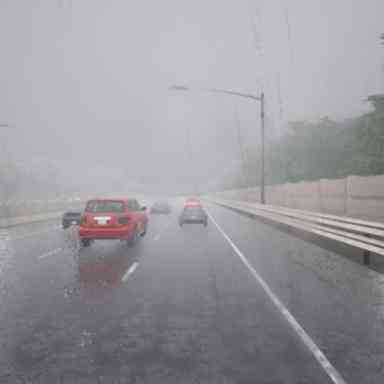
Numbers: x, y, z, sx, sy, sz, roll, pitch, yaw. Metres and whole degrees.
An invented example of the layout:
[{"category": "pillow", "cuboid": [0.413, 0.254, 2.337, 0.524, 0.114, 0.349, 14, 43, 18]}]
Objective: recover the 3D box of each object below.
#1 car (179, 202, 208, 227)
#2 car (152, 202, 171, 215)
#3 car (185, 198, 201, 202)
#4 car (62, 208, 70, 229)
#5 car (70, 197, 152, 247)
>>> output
[{"category": "car", "cuboid": [0.097, 1.640, 23.732, 1.994, 1.385, 4.181, 0, 0, 0]}, {"category": "car", "cuboid": [-3.406, 1.748, 36.743, 1.994, 1.385, 4.181, 0, -1, 0]}, {"category": "car", "cuboid": [0.095, 1.581, 41.878, 2.097, 1.767, 4.553, 0, -1, 0]}, {"category": "car", "cuboid": [-6.903, 1.570, 21.872, 1.837, 1.490, 4.892, 0, 0, 0]}, {"category": "car", "cuboid": [-3.402, 1.252, 15.276, 2.150, 2.045, 5.566, 0, 0, 0]}]
